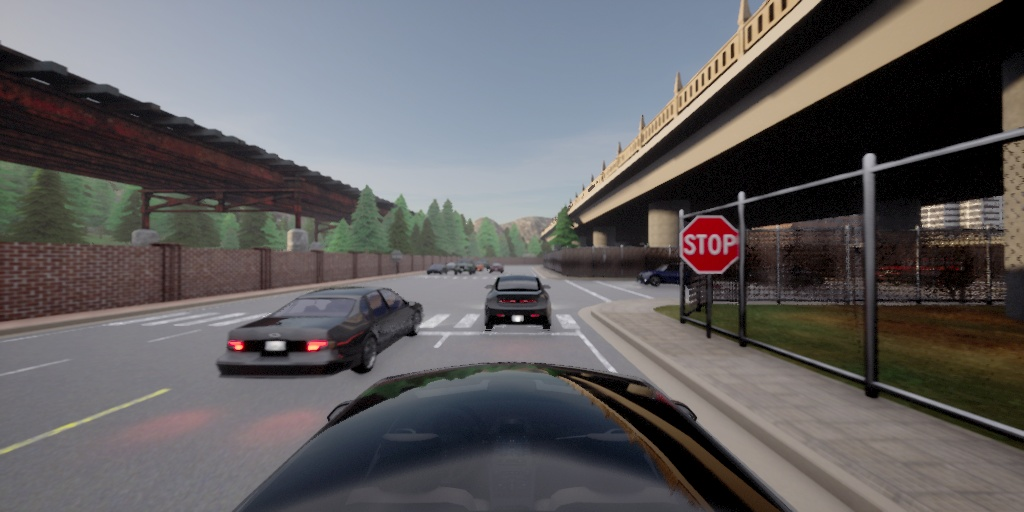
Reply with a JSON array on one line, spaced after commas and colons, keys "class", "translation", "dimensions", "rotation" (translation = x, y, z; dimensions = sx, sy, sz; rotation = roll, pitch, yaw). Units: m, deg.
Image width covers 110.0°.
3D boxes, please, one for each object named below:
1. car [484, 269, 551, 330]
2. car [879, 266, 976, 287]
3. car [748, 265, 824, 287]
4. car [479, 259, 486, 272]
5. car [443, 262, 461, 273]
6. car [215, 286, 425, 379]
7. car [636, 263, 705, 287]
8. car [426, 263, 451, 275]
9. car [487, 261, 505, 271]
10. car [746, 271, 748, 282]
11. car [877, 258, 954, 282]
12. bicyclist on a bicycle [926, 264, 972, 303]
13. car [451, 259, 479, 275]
[{"class": "car", "translation": [0.186, 1.339, 11.428], "dimensions": [1.837, 1.490, 4.892], "rotation": [0, -1, 1]}, {"class": "car", "translation": [30.451, 1.575, 26.248], "dimensions": [4.718, 1.301, 1.895], "rotation": [0, 0, 1]}, {"class": "car", "translation": [20.302, 1.536, 26.415], "dimensions": [4.181, 1.385, 1.994], "rotation": [0, 0, 1]}, {"class": "car", "translation": [-5.708, 1.570, 55.807], "dimensions": [2.097, 1.767, 4.553], "rotation": [0, 0, 2]}, {"class": "car", "translation": [-9.222, 1.738, 55.240], "dimensions": [1.812, 1.442, 4.674], "rotation": [0, 0, 2]}, {"class": "car", "translation": [-3.356, 1.348, 7.621], "dimensions": [2.033, 1.411, 5.357], "rotation": [0, 0, 0]}, {"class": "car", "translation": [11.663, 1.322, 26.565], "dimensions": [4.553, 1.767, 2.097], "rotation": [0, 0, 1]}, {"class": "car", "translation": [-9.469, 1.680, 46.074], "dimensions": [2.033, 1.411, 5.357], "rotation": [0, 0, 2]}, {"class": "car", "translation": [-2.149, 1.708, 51.569], "dimensions": [1.812, 1.442, 4.674], "rotation": [0, 0, 1]}, {"class": "car", "translation": [21.743, 1.508, 29.894], "dimensions": [4.892, 1.490, 1.837], "rotation": [0, 0, 1]}, {"class": "car", "translation": [33.335, 1.224, 29.701], "dimensions": [5.566, 2.045, 2.150], "rotation": [0, -1, 1]}, {"class": "bicyclist on a bicycle", "translation": [18.783, 1.177, 15.464], "dimensions": [0.582, 1.620, 1.656], "rotation": [0, -1, 1]}, {"class": "car", "translation": [-5.968, 1.356, 46.164], "dimensions": [2.150, 2.045, 5.566], "rotation": [0, 0, 2]}]
